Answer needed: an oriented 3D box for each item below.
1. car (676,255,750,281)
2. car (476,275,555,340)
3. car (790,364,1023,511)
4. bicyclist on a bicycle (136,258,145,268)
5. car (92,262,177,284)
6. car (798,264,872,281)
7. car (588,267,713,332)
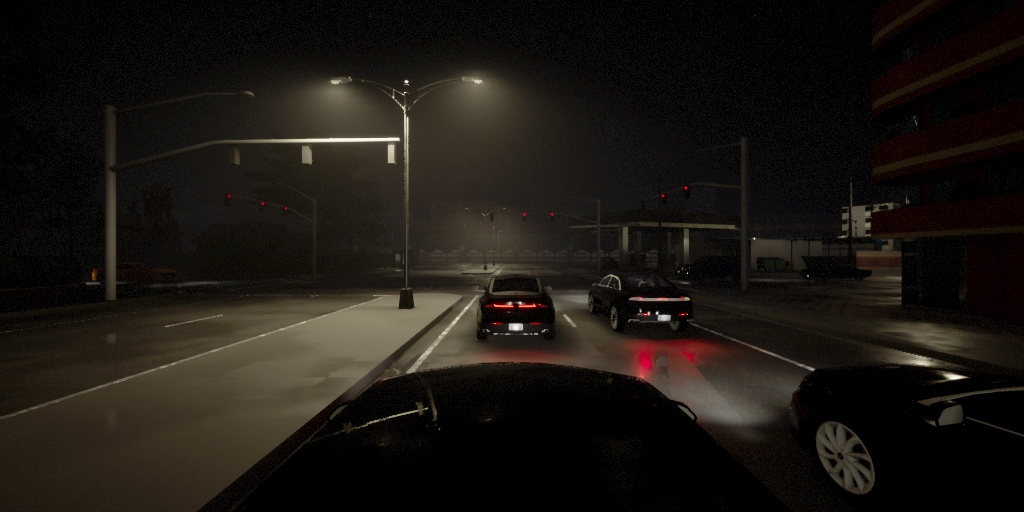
[{"bbox_3d":[16.637,0.972,29.864,5.566,2.045,2.150,0,0,-1],"label":"car"},{"bbox_3d":[0.097,1.255,10.016,1.837,1.490,4.892,0,0,0],"label":"car"},{"bbox_3d":[3.600,1.255,1.463,1.837,1.490,4.892,0,0,0],"label":"car"},{"bbox_3d":[-38.222,1.053,36.751,0.582,1.620,1.656,0,0,0],"label":"bicyclist on a bicycle"},{"bbox_3d":[-27.587,1.228,26.331,5.008,1.535,1.882,0,0,0],"label":"car"},{"bbox_3d":[26.945,1.351,30.011,4.718,1.301,1.895,0,0,-1],"label":"car"},{"bbox_3d":[3.604,1.242,10.871,2.128,1.511,4.902,0,0,0],"label":"car"}]
